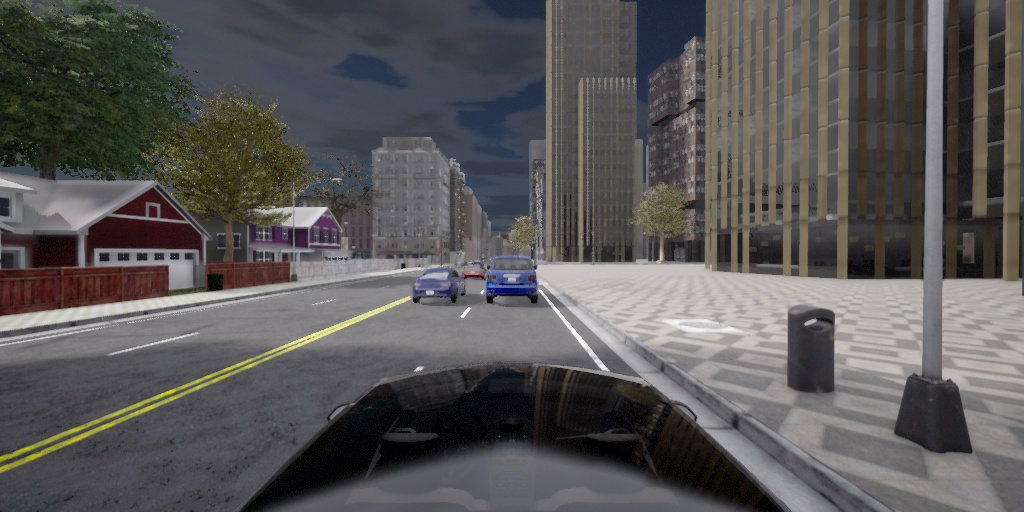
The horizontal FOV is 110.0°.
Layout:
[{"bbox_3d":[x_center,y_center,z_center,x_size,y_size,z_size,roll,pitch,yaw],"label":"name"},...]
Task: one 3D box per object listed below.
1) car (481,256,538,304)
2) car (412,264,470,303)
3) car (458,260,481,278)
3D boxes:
[{"bbox_3d":[0.000,1.006,16.530,2.150,2.045,5.566,0,0,0],"label":"car"},{"bbox_3d":[-3.250,1.281,16.501,1.812,1.442,4.674,0,0,0],"label":"car"},{"bbox_3d":[-3.250,1.328,31.503,1.994,1.385,4.181,0,0,0],"label":"car"}]
